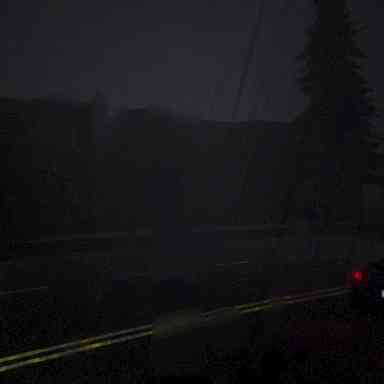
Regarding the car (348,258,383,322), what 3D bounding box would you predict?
[{"bbox_3d":[4.874,1.564,5.935,4.181,1.385,1.994,0,0,-25],"label":"car"}]
